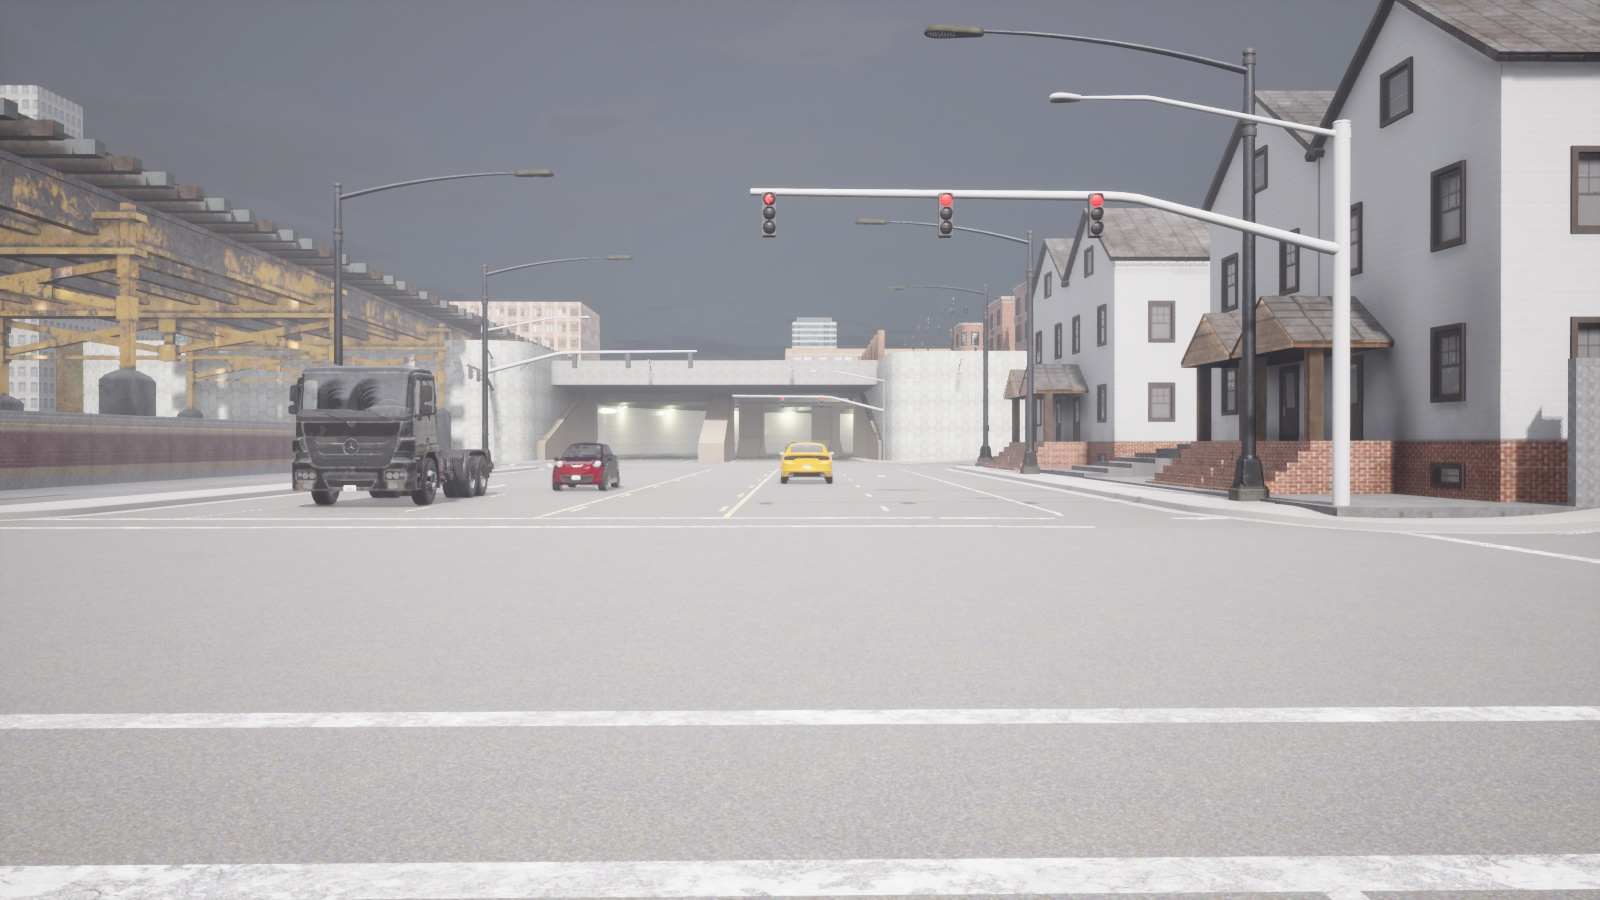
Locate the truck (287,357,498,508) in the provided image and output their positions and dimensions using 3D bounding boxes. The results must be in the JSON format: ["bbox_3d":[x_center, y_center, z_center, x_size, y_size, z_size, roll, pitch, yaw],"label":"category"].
[{"bbox_3d":[-10.319,-0.429,32.822,2.891,3.462,7.936,0,0,0],"label":"truck"}]

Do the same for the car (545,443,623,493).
[{"bbox_3d":[-6.785,0.530,39.807,1.845,1.501,3.633,0,0,0],"label":"car"}]

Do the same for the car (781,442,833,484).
[{"bbox_3d":[0.256,0.454,47.983,1.882,1.535,5.008,0,0,0],"label":"car"}]
